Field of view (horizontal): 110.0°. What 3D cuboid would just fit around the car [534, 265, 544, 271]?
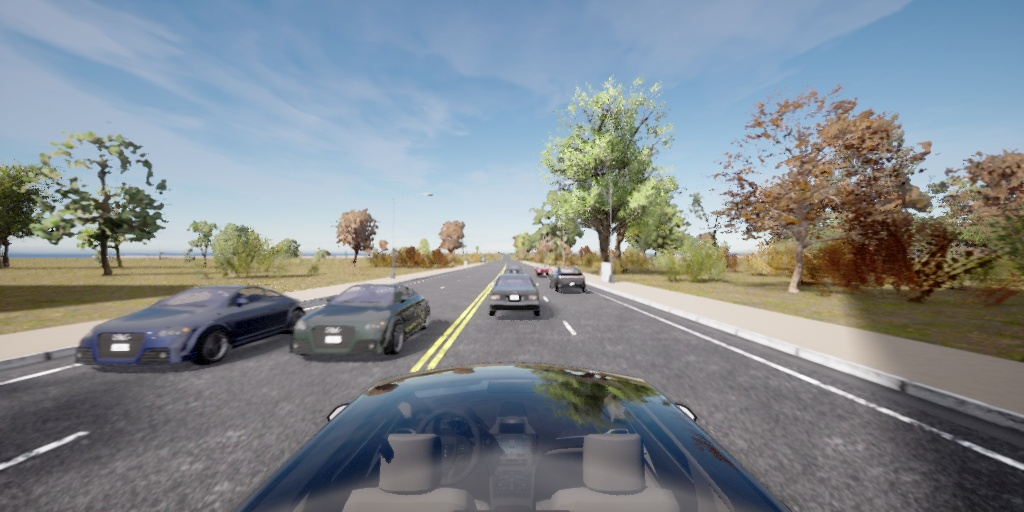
[{"bbox_3d":[3.468,1.661,40.304,1.895,1.301,4.718,0,0,0],"label":"car"}]

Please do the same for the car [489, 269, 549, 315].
[{"bbox_3d":[0.101,1.401,14.057,2.033,1.411,5.357,0,0,1],"label":"car"}]

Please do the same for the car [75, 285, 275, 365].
[{"bbox_3d":[-6.575,1.363,8.018,1.994,1.385,4.181,0,0,0],"label":"car"}]

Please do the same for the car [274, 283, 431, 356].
[{"bbox_3d":[-3.322,1.369,8.668,1.994,1.385,4.181,0,0,0],"label":"car"}]

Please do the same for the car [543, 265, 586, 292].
[{"bbox_3d":[3.415,1.417,22.756,2.128,1.511,4.902,0,0,0],"label":"car"}]

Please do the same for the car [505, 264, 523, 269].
[{"bbox_3d":[0.210,1.584,37.288,2.033,1.411,5.357,0,0,0],"label":"car"}]
